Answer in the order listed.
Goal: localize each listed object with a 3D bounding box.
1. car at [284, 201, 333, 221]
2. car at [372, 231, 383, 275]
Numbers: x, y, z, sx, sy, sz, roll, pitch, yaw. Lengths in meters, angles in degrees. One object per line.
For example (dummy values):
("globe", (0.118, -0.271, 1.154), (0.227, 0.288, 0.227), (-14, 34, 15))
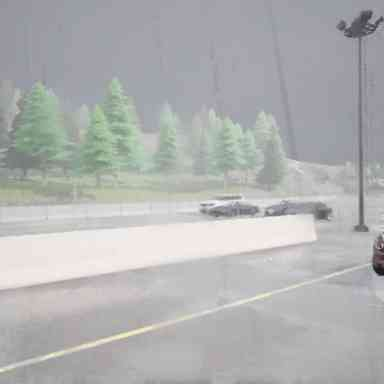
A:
("car", (8.571, 1.458, 24.420), (4.892, 1.490, 1.837), (0, 0, -41))
("car", (6.881, 1.309, 9.129), (4.553, 1.767, 2.097), (0, 0, -38))
